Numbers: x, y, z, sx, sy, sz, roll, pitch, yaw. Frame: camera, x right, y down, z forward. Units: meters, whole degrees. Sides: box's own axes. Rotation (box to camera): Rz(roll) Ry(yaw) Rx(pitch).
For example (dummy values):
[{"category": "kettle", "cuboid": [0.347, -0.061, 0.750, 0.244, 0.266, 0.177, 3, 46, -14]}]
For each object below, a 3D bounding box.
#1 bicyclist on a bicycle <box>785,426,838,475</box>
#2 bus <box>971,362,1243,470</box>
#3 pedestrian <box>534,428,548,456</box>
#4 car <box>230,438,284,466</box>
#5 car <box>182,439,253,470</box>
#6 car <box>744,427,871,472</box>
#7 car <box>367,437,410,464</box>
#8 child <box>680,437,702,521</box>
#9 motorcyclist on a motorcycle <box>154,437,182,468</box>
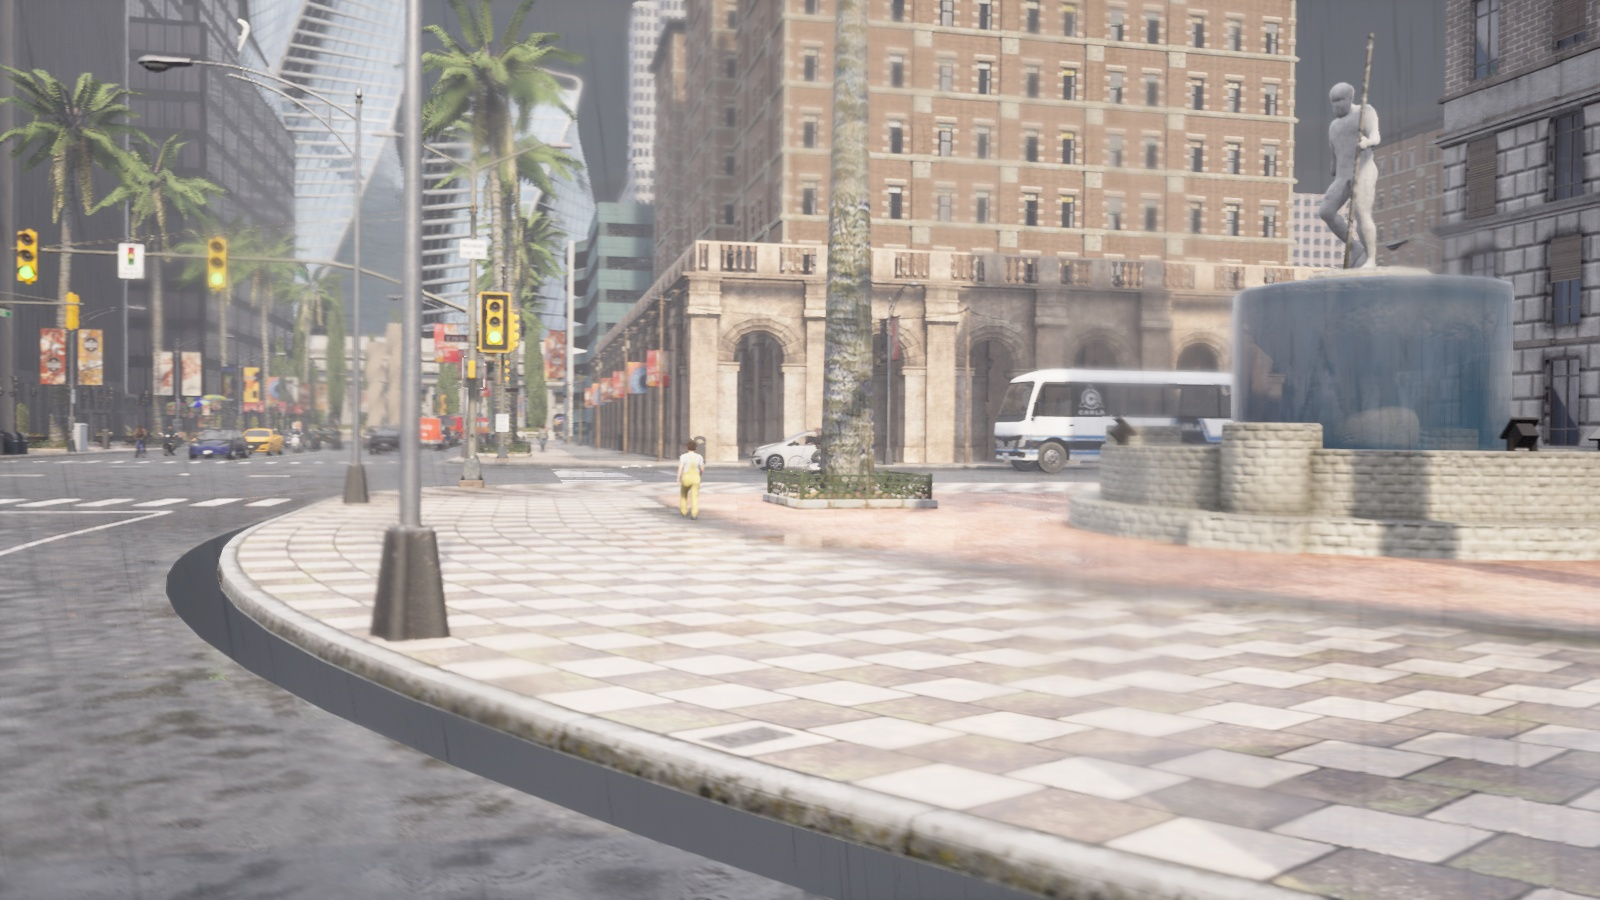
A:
[{"category": "bicyclist on a bicycle", "cuboid": [0.413, 0.022, 45.919, 1.843, 1.776, 0.659, 0, 1, -12]}, {"category": "bus", "cuboid": [12.669, -1.406, 52.201, 10.273, 4.253, 3.944, -1, 1, -12]}, {"category": "pedestrian", "cuboid": [-17.134, -0.514, 83.161, 0.874, 1.855, 0.900, -1, 1, -13]}, {"category": "car", "cuboid": [-30.818, 0.068, 71.454, 1.882, 1.535, 5.008, -1, 1, -12]}, {"category": "car", "cuboid": [-28.806, 0.189, 62.246, 2.163, 1.488, 4.792, -1, 1, -12]}, {"category": "car", "cuboid": [0.272, -0.048, 49.469, 4.611, 1.667, 2.242, -1, 1, -12]}, {"category": "car", "cuboid": [-24.182, -0.017, 73.874, 1.882, 1.535, 5.008, -1, 1, -12]}, {"category": "child", "cuboid": [-1.670, 0.440, 19.266, 0.270, 1.263, 0.437, -1, 1, -13]}, {"category": "motorcyclist on a motorcycle", "cuboid": [-33.224, 0.132, 66.069, 0.866, 1.590, 1.817, -1, 1, -12]}]
